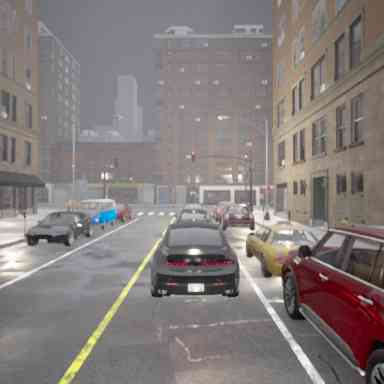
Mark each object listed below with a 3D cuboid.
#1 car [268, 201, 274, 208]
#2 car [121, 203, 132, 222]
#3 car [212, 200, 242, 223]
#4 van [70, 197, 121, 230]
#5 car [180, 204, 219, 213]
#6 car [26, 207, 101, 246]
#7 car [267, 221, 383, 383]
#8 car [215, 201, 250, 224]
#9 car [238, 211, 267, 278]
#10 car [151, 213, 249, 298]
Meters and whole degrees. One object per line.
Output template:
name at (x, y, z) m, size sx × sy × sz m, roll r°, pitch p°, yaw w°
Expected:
car at (13.481, 1.537, 48.873) m, size 4.553 × 1.767 × 2.097 m, roll 1°, pitch -1°, yaw 0°
car at (-5.857, 1.553, 26.205) m, size 1.887 × 1.381 × 4.507 m, roll 1°, pitch 0°, yaw 0°
car at (2.669, 1.449, 26.206) m, size 1.967 × 1.590 × 4.097 m, roll 1°, pitch 0°, yaw 0°
van at (-5.854, 1.346, 20.722) m, size 1.690 × 1.788 × 3.998 m, roll 1°, pitch 0°, yaw 0°
car at (0.095, 1.529, 16.033) m, size 1.812 × 1.442 × 4.674 m, roll 0°, pitch 0°, yaw 0°
car at (-5.854, 1.568, 15.240) m, size 1.947 × 1.339 × 4.313 m, roll 1°, pitch 0°, yaw 0°
car at (2.677, 1.314, 4.275) m, size 2.192 × 1.841 × 5.009 m, roll 1°, pitch 0°, yaw 0°
car at (2.670, 1.446, 20.723) m, size 1.967 × 1.590 × 4.097 m, roll 1°, pitch 0°, yaw 0°
car at (2.673, 1.525, 9.928) m, size 1.752 × 1.417 × 4.829 m, roll 1°, pitch 0°, yaw 0°
car at (0.048, 1.505, 8.507) m, size 1.837 × 1.490 × 4.892 m, roll 0°, pitch 0°, yaw -1°
